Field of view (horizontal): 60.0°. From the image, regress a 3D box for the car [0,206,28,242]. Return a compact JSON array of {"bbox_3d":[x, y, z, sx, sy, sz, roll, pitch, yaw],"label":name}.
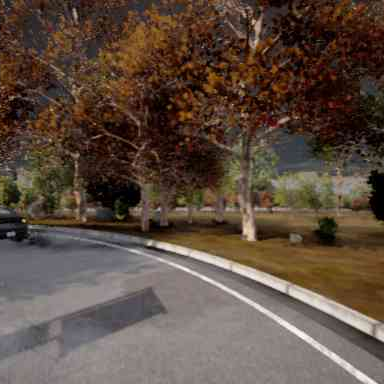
[{"bbox_3d":[-8.544,1.259,13.179,4.892,1.490,1.837,0,1,31],"label":"car"}]
